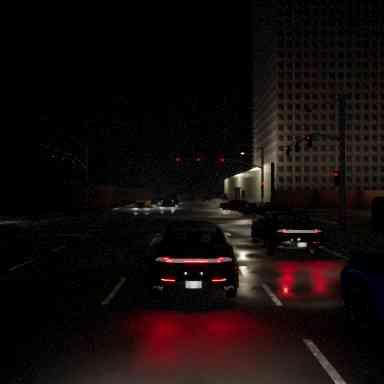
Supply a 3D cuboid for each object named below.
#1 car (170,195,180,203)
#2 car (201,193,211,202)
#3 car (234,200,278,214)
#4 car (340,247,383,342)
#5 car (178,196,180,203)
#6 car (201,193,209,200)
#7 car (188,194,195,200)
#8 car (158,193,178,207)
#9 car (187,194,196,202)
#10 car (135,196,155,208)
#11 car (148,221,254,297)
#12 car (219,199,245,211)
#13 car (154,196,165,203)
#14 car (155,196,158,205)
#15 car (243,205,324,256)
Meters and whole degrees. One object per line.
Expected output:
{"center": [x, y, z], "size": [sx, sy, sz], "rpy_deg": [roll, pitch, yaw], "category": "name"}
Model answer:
{"center": [-3.590, 1.478, 71.998], "size": [1.882, 1.535, 5.008], "rpy_deg": [0, 0, 0], "category": "car"}
{"center": [3.401, 1.492, 78.851], "size": [1.837, 1.490, 4.892], "rpy_deg": [0, 0, 0], "category": "car"}
{"center": [6.787, 1.643, 31.581], "size": [4.718, 1.301, 1.895], "rpy_deg": [0, 0, -11], "category": "car"}
{"center": [3.596, 1.221, 3.319], "size": [2.150, 2.045, 5.566], "rpy_deg": [0, 0, 0], "category": "car"}
{"center": [-3.637, 1.216, 61.524], "size": [2.150, 2.045, 5.566], "rpy_deg": [0, 1, 0], "category": "car"}
{"center": [3.389, 1.183, 89.044], "size": [2.097, 1.767, 4.553], "rpy_deg": [0, 0, 0], "category": "car"}
{"center": [-0.111, 1.328, 89.071], "size": [1.837, 1.490, 4.892], "rpy_deg": [0, 0, 0], "category": "car"}
{"center": [-3.650, 1.352, 51.436], "size": [2.097, 1.767, 4.553], "rpy_deg": [0, 0, 0], "category": "car"}
{"center": [-0.099, 1.347, 78.818], "size": [2.097, 1.767, 4.553], "rpy_deg": [0, 0, 0], "category": "car"}
{"center": [-7.153, 1.478, 49.321], "size": [1.882, 1.535, 5.008], "rpy_deg": [0, 0, 0], "category": "car"}
{"center": [0.046, 1.492, 8.547], "size": [2.128, 1.511, 4.902], "rpy_deg": [0, 0, 0], "category": "car"}
{"center": [5.303, 1.548, 38.740], "size": [1.812, 1.442, 4.674], "rpy_deg": [-2, 2, -43], "category": "car"}
{"center": [-7.091, 1.595, 72.667], "size": [1.895, 1.301, 4.718], "rpy_deg": [0, 0, 0], "category": "car"}
{"center": [-7.153, 1.478, 58.670], "size": [1.882, 1.535, 5.008], "rpy_deg": [0, 0, 0], "category": "car"}
{"center": [3.565, 1.492, 13.165], "size": [2.128, 1.511, 4.902], "rpy_deg": [0, 0, 0], "category": "car"}
